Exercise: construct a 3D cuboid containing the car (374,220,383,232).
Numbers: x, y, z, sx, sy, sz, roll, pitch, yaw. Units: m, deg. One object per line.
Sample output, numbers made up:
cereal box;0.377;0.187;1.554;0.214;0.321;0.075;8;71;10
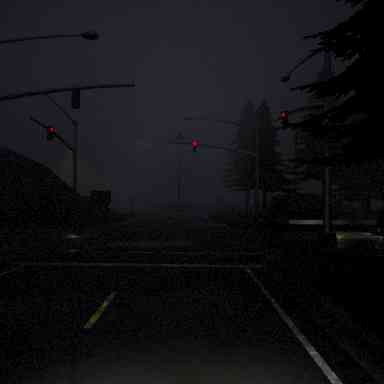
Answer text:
car;14.213;1.871;21.226;4.553;1.767;2.097;0;-1;0
